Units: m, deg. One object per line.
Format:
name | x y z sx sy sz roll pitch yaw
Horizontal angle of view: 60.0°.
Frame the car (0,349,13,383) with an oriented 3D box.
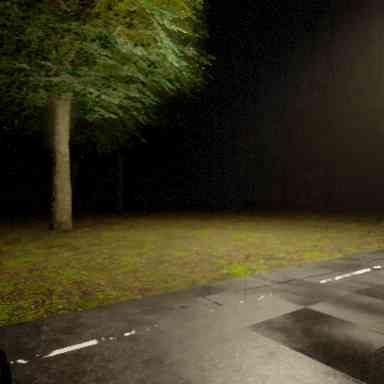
car | -3.558 1.491 1.452 4.902 1.511 2.128 0 0 -35
